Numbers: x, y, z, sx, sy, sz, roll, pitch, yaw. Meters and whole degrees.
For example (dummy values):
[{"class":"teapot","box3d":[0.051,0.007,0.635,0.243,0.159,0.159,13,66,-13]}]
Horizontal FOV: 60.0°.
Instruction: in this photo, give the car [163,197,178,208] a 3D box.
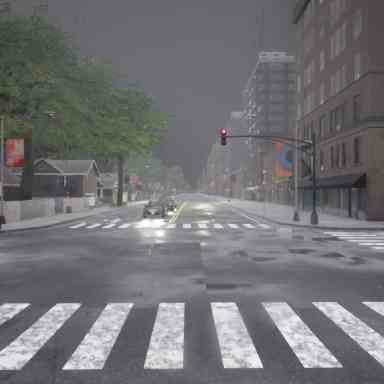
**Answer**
[{"class":"car","box3d":[-3.181,1.548,49.901,1.812,1.442,4.674,0,0,0]}]

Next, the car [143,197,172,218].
[{"class":"car","box3d":[-3.252,1.500,30.209,2.128,1.511,4.902,0,0,0]}]

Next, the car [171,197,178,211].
[{"class":"car","box3d":[-3.218,1.367,39.943,2.097,1.767,4.553,0,0,1]}]
